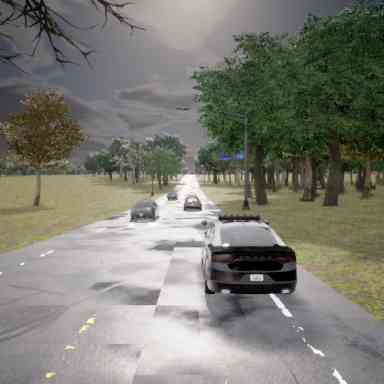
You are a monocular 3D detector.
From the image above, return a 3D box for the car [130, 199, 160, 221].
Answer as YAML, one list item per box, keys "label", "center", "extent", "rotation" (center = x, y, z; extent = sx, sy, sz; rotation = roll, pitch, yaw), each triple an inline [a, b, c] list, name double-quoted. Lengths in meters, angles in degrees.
- label: "car"
  center: [-3.596, 1.368, 25.945]
  extent: [1.837, 1.490, 4.892]
  rotation: [0, 1, 0]

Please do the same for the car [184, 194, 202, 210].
- label: "car"
  center: [0.077, 1.266, 37.031]
  extent: [1.994, 1.385, 4.181]
  rotation: [0, 1, 0]

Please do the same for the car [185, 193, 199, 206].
- label: "car"
  center: [0.035, 0.991, 46.989]
  extent: [1.882, 1.535, 5.008]
  rotation: [0, 1, 1]

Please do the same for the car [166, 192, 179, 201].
- label: "car"
  center: [-3.489, 0.740, 60.001]
  extent: [1.837, 1.490, 4.892]
  rotation: [0, 2, 0]

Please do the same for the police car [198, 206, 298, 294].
- label: "police car"
  center: [1.226, 1.411, 8.878]
  extent: [1.930, 1.638, 5.238]
  rotation: [0, 0, 0]
